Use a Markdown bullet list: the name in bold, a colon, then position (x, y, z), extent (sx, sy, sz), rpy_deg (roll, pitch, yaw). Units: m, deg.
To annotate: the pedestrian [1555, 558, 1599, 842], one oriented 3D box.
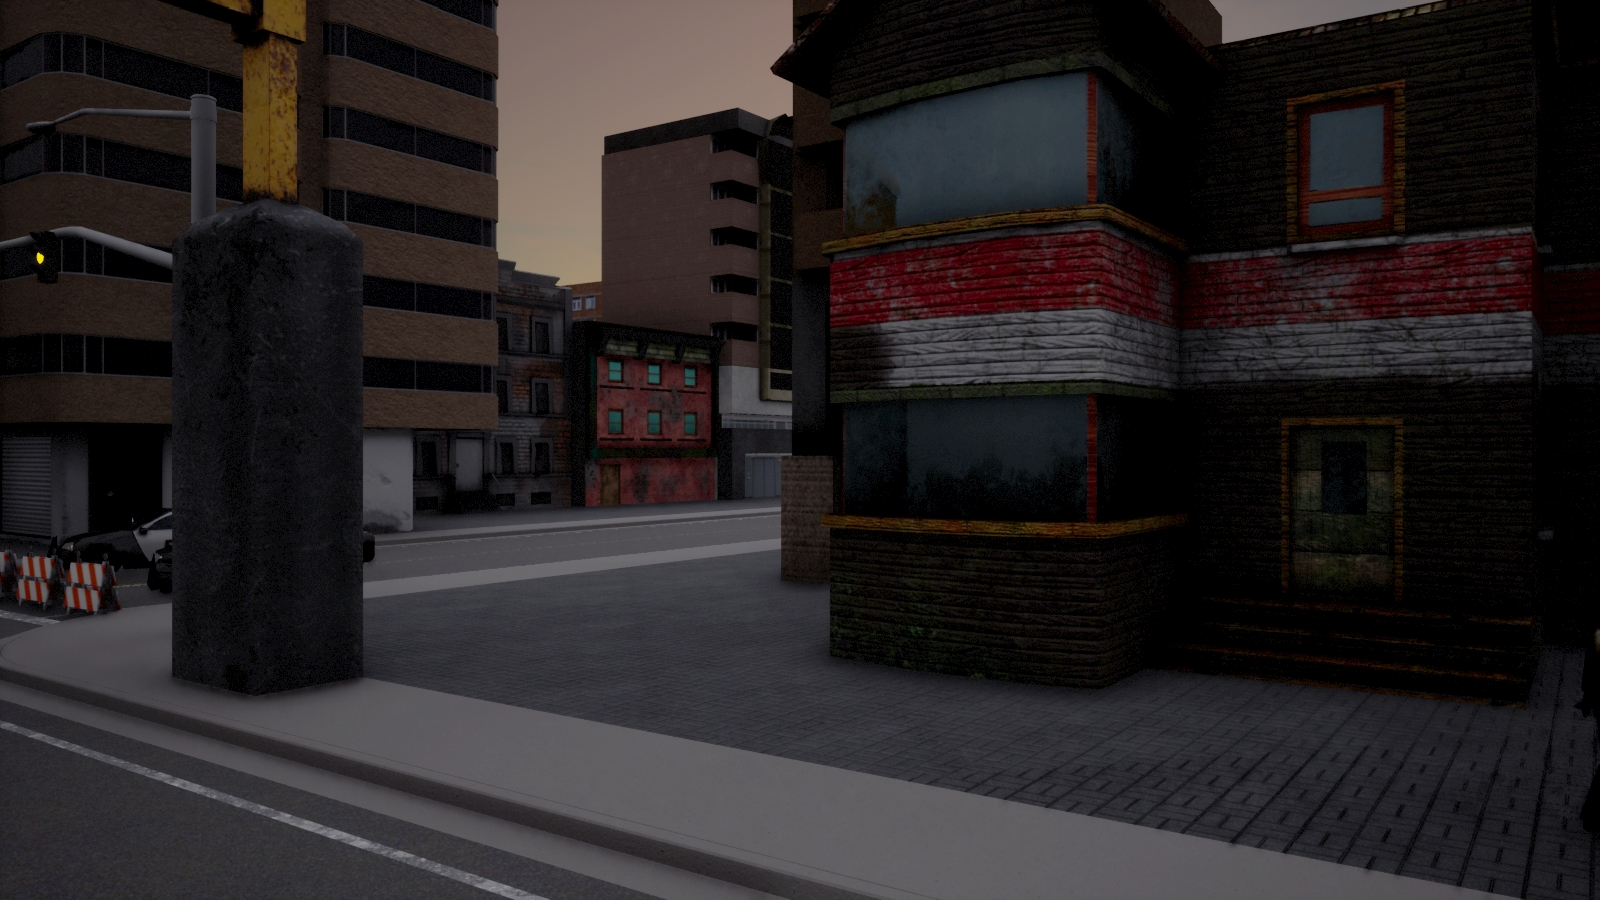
- **pedestrian**: position (5.432, 1.701, 7.864), extent (0.375, 1.860, 0.375), rpy_deg (0, 0, 36)
